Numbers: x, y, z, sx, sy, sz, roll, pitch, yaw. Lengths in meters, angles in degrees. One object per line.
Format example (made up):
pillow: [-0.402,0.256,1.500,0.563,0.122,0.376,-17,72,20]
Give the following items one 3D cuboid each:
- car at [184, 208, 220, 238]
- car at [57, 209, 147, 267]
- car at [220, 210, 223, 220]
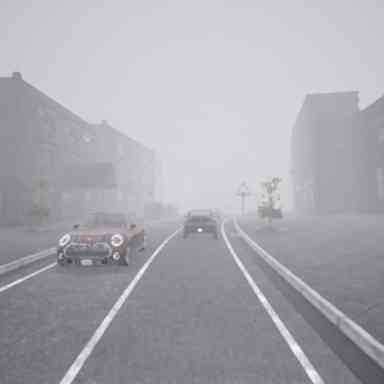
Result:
car: [0.553,1.778,19.525,1.837,1.490,4.892,0,-2,3]
car: [-2.952,1.459,11.771,2.097,1.767,4.553,0,-1,2]
car: [2.468,2.467,37.808,2.033,1.411,5.357,-1,-2,9]
